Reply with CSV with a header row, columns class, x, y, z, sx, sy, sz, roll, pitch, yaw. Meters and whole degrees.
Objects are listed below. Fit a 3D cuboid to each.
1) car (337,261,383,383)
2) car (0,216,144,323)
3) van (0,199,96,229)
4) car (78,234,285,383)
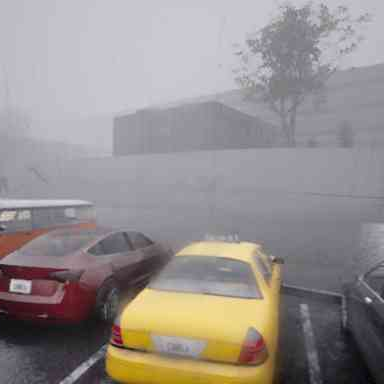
class,x,y,z,sx,sy,sz,roll,pitch,yaw
car,2.927,1.495,3.701,2.231,1.521,4.892,1,0,16
car,-1.920,1.471,7.200,2.163,1.488,4.792,0,0,16
van,-4.376,1.189,8.792,1.878,1.987,4.442,1,0,16
car,0.551,1.466,5.618,1.946,1.575,5.366,0,0,15
